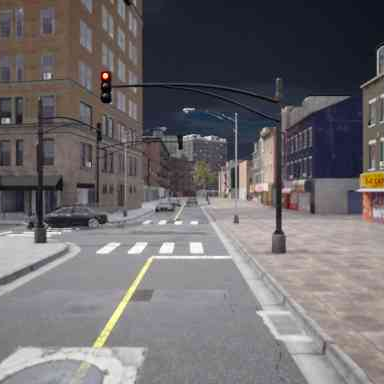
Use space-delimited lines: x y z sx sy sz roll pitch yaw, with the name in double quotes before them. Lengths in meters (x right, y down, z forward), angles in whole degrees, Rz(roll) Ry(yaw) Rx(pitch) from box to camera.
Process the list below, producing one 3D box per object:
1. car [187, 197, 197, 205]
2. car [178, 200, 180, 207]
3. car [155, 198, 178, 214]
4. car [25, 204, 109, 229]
"car" 0.018 1.581 59.310 2.128 1.511 4.902 0 0 0
"car" -2.911 1.643 53.179 1.994 1.385 4.181 0 0 0
"car" -2.899 1.614 36.284 1.994 1.385 4.181 0 0 0
"car" -7.743 1.560 20.874 4.892 1.490 1.837 0 4 -24
